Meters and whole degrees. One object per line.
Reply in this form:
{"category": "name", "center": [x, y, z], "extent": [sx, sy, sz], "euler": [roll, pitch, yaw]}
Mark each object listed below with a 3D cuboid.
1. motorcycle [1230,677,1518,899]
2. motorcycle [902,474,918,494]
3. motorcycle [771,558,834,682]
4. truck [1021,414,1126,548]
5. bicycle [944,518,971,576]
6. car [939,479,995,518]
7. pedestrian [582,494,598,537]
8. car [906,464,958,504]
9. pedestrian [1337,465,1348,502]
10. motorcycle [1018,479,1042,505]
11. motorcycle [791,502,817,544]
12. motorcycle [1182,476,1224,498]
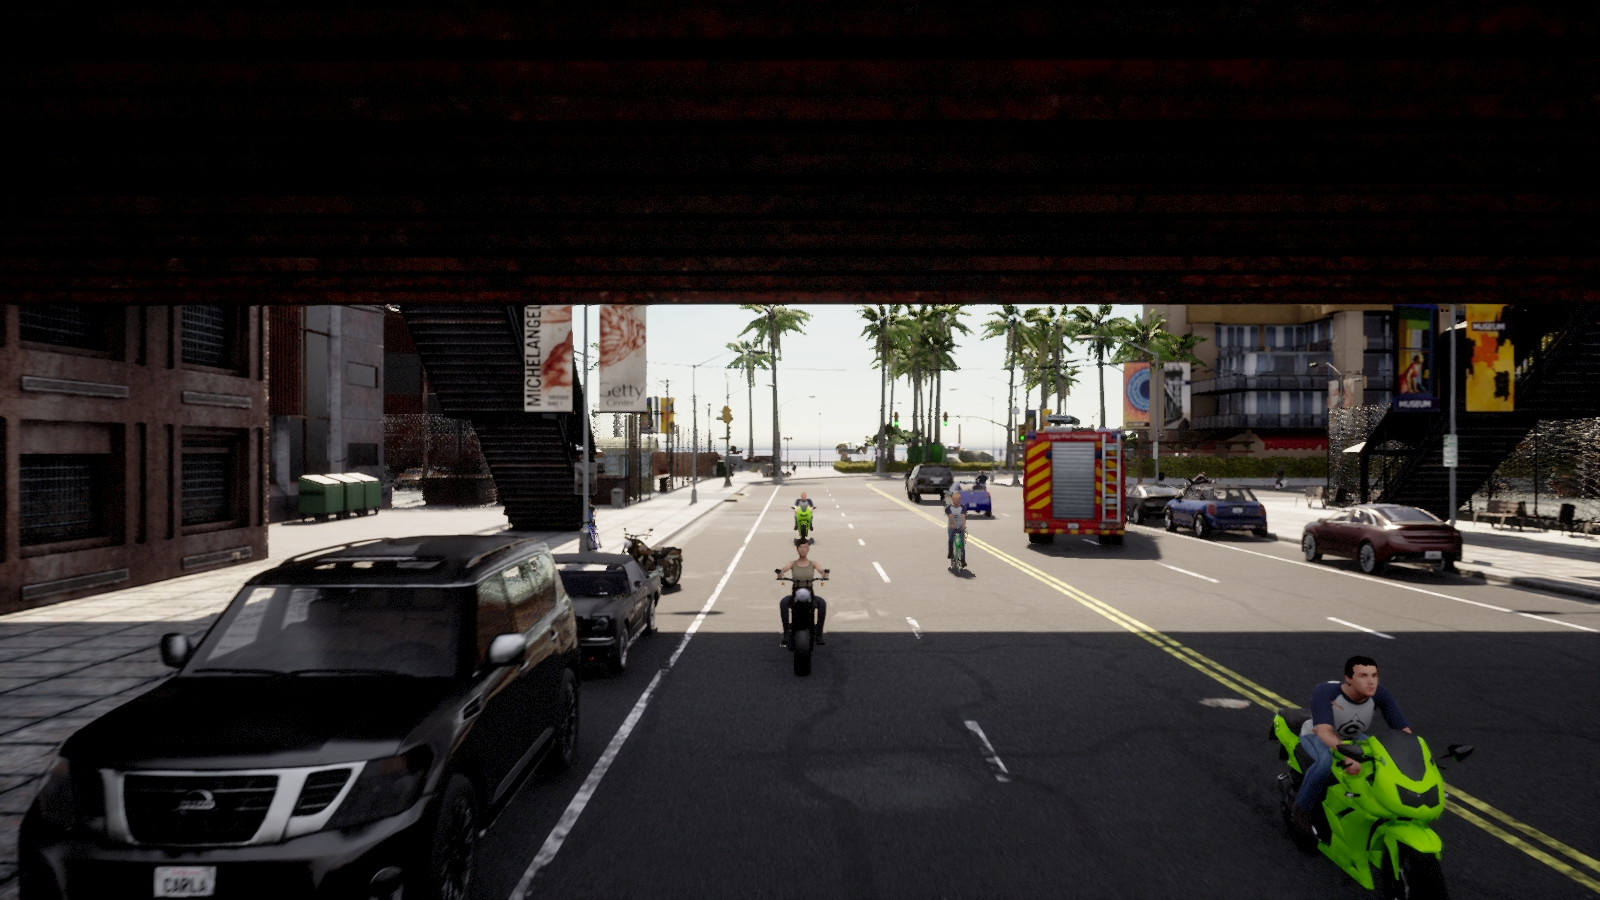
{"category": "motorcycle", "center": [3.503, 2.213, 7.231], "extent": [0.803, 1.145, 2.033], "euler": [0, 0, 0]}
{"category": "motorcycle", "center": [7.117, 2.182, 73.958], "extent": [0.856, 1.236, 1.805], "euler": [0, 0, 0]}
{"category": "motorcycle", "center": [0.034, 2.170, 15.004], "extent": [0.764, 1.277, 2.356], "euler": [0, 0, 0]}
{"category": "truck", "center": [9.086, 0.890, 37.259], "extent": [2.891, 3.827, 8.468], "euler": [0, 0, 17]}
{"category": "bicycle", "center": [3.608, 2.206, 26.242], "extent": [0.373, 1.196, 1.643], "euler": [0, 0, 0]}
{"category": "car", "center": [7.118, 2.038, 48.930], "extent": [1.845, 1.501, 3.633], "euler": [0, 0, 0]}
{"category": "pedestrian", "center": [-6.369, 1.976, 34.590], "extent": [0.375, 1.300, 0.375], "euler": [0, 0, 7]}
{"category": "car", "center": [7.116, 1.777, 62.144], "extent": [2.150, 2.045, 5.566], "euler": [0, 0, 0]}
{"category": "pedestrian", "center": [27.285, 1.696, 57.476], "extent": [0.375, 1.860, 0.375], "euler": [0, 0, -1]}
{"category": "motorcycle", "center": [12.123, 2.205, 60.104], "extent": [0.867, 1.251, 2.209], "euler": [1, 1, 21]}
{"category": "motorcycle", "center": [0.119, 2.213, 35.015], "extent": [0.803, 1.145, 2.033], "euler": [0, 0, 0]}
{"category": "motorcycle", "center": [23.927, 2.205, 67.852], "extent": [2.209, 1.251, 0.867], "euler": [0, 1, -4]}
